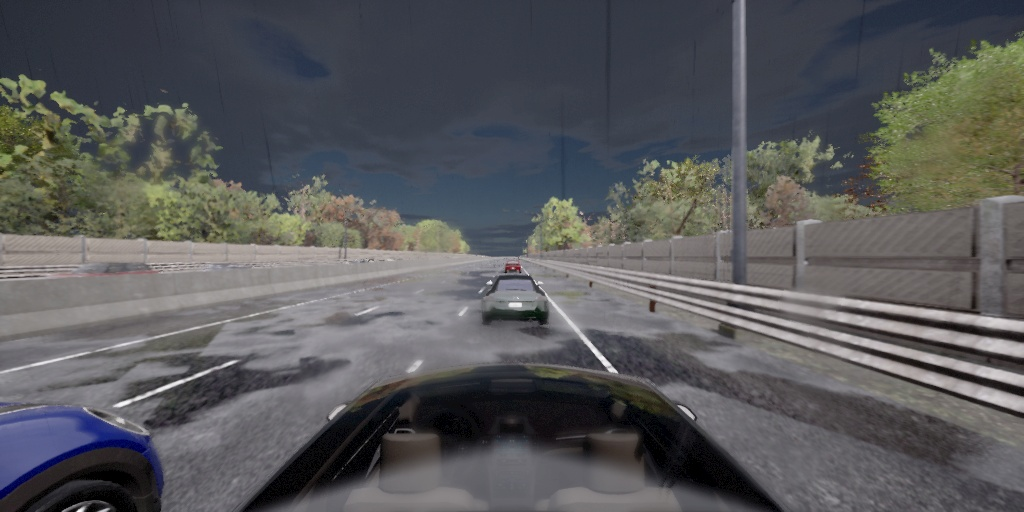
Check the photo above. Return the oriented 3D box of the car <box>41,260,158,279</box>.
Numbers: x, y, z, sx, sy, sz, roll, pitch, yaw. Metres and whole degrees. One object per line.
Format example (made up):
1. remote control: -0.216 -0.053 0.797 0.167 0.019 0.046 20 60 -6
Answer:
1. car: -21.094 1.102 18.503 2.097 1.767 4.553 0 0 0

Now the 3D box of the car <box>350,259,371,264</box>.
1. car: -24.489 1.279 57.961 2.128 1.511 4.902 0 0 0

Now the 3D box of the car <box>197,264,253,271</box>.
1. car: -17.594 1.242 21.705 2.128 1.511 4.902 0 0 0

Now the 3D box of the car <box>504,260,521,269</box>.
1. car: 0.110 1.229 43.574 1.882 1.535 5.008 0 0 0

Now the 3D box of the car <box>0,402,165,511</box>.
1. car: -3.399 1.101 0.505 2.097 1.767 4.553 0 0 0

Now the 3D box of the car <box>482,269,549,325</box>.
1. car: 0.102 1.314 11.858 1.994 1.385 4.181 0 0 0
